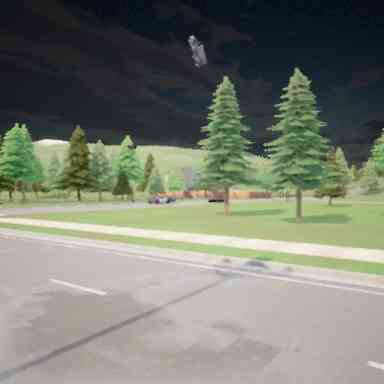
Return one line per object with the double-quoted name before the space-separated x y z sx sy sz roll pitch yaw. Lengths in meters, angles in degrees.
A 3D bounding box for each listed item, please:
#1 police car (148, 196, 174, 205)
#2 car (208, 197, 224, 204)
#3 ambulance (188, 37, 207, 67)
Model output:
"police car" -6.355 1.590 63.321 2.038 1.542 4.974 0 0 36
"car" 5.163 1.706 67.290 1.895 1.301 4.718 0 0 36
"ambulance" 1.292 -31.559 74.479 2.431 6.366 2.351 -25 39 -6
